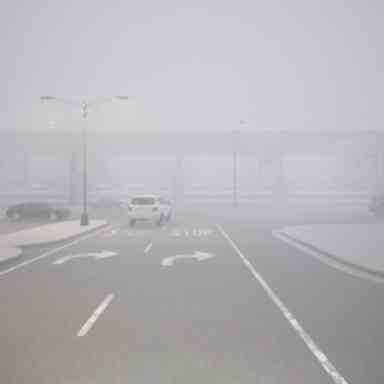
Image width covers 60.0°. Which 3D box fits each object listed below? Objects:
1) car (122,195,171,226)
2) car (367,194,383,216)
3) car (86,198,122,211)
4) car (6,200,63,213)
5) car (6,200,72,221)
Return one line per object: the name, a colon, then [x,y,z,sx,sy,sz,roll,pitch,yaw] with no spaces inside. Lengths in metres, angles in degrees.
car: [-2.929,1.241,23.943,2.150,2.045,5.566,0,0,6]
car: [18.832,1.243,29.960,5.566,2.045,2.150,0,0,0]
car: [-10.814,1.534,40.772,4.892,1.490,1.837,0,0,0]
car: [-17.574,1.572,37.322,5.357,1.411,2.033,0,0,-1]
car: [-12.160,1.522,26.580,4.892,1.490,1.837,0,0,0]
